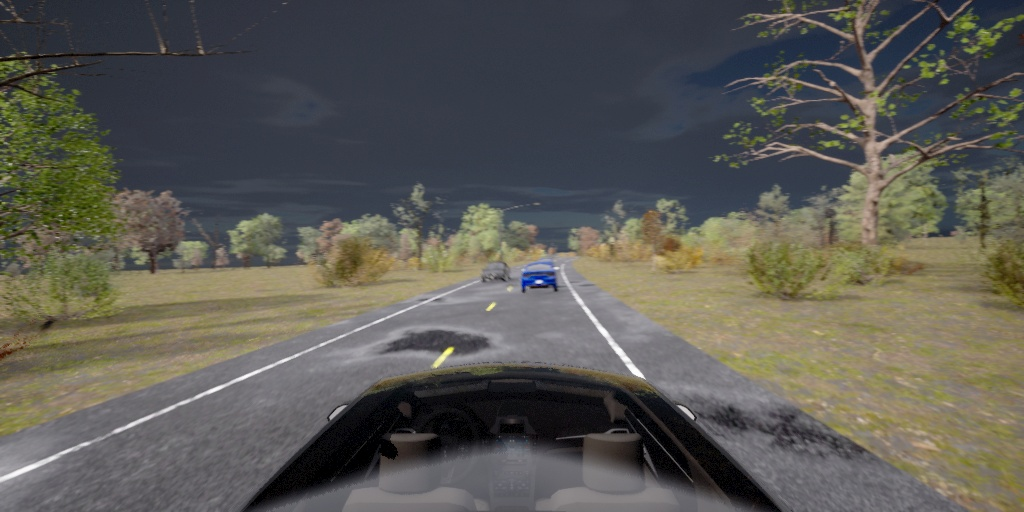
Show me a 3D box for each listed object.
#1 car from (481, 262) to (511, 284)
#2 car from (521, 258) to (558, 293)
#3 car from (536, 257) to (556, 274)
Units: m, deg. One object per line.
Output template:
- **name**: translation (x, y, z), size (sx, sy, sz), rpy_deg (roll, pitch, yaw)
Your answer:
- **car**: translation (-1.170, 1.241, 27.827), size (1.837, 1.490, 4.892), rpy_deg (-3, 0, 6)
- **car**: translation (1.575, 1.082, 20.086), size (1.882, 1.535, 5.008), rpy_deg (-3, 0, 6)
- **car**: translation (3.673, 0.929, 38.362), size (1.882, 1.535, 5.008), rpy_deg (-3, 0, 8)
